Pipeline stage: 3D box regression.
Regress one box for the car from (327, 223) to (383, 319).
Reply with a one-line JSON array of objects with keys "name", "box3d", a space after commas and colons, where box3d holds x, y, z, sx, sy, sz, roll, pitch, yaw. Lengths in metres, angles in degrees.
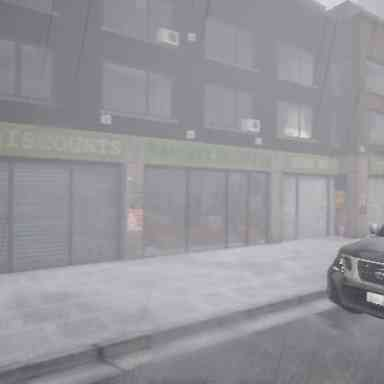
[{"name": "car", "box3d": [5.016, 1.220, 6.367, 5.566, 2.045, 2.150, 0, 0, -33]}]
